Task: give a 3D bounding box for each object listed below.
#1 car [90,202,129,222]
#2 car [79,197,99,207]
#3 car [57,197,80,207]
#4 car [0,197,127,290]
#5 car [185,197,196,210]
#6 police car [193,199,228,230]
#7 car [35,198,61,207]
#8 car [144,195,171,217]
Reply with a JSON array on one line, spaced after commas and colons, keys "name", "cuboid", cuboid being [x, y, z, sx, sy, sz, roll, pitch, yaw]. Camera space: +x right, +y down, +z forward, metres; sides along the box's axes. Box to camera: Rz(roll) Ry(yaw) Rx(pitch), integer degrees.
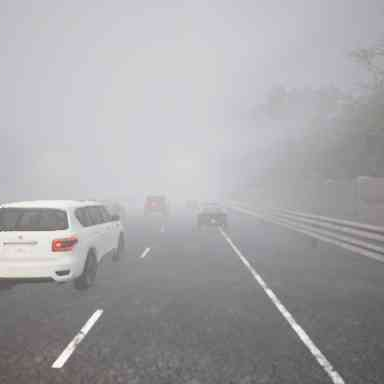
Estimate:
[{"name": "car", "cuboid": [-6.910, 1.640, 28.443, 2.033, 1.411, 5.357, 0, 0, 0]}, {"name": "car", "cuboid": [-17.553, 1.708, 56.705, 1.837, 1.490, 4.892, 0, 0, 1]}, {"name": "car", "cuboid": [-21.047, 1.698, 56.978, 2.128, 1.511, 4.902, 0, 0, 1]}, {"name": "car", "cuboid": [-3.406, 1.245, 9.291, 2.150, 2.045, 5.566, 0, 0, 0]}, {"name": "car", "cuboid": [0.021, 1.703, 44.475, 2.033, 1.411, 5.357, 0, 0, 1]}, {"name": "police car", "cuboid": [1.220, 1.492, 21.761, 1.930, 1.638, 5.238, 0, 0, 0]}, {"name": "car", "cuboid": [-24.532, 1.752, 56.795, 2.033, 1.411, 5.357, 0, 0, 1]}, {"name": "car", "cuboid": [-3.410, 1.332, 33.160, 2.150, 2.045, 5.566, 0, 0, 0]}]
